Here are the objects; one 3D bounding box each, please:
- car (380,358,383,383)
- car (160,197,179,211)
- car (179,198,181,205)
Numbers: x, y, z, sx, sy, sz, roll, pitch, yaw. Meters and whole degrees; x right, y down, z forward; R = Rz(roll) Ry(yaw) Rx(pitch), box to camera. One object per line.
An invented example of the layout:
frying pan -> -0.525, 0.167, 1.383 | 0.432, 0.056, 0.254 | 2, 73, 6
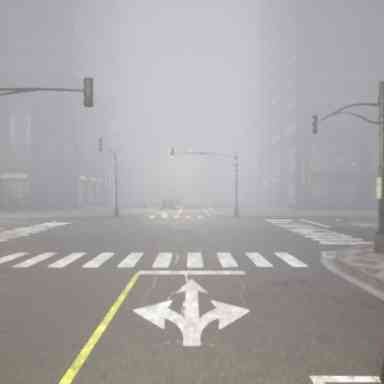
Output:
car -> 2.757, 1.444, 1.572 | 1.967, 1.590, 4.097 | 0, 0, 0
car -> -3.097, 1.636, 43.966 | 1.837, 1.490, 4.892 | 0, 0, 0
car -> -3.108, 1.698, 63.642 | 2.128, 1.511, 4.902 | 0, 0, 0
